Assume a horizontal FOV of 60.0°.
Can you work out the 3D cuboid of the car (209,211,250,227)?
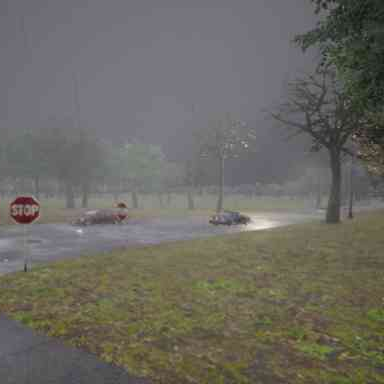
[{"bbox_3d":[3.694,2.545,31.904,2.033,1.411,5.357,1,-1,36],"label":"car"}]

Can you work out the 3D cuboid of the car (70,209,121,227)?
[{"bbox_3d":[-7.885,2.127,27.772,1.812,1.442,4.674,1,0,36],"label":"car"}]

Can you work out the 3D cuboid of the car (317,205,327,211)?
[{"bbox_3d":[33.685,4.086,85.665,1.994,1.385,4.181,1,-1,36],"label":"car"}]
